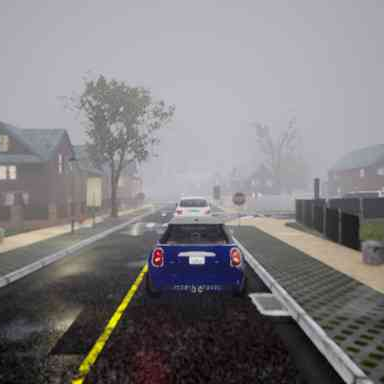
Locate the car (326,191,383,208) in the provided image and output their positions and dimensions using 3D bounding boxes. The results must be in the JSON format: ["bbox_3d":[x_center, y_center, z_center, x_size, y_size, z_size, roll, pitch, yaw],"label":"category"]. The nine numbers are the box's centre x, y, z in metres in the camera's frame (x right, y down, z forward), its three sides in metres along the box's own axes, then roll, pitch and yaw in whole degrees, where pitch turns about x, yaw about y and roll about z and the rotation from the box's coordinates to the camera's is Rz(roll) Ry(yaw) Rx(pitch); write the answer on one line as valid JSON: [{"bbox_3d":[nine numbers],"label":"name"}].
[{"bbox_3d":[15.188,0.970,31.310,5.566,2.045,2.150,-1,0,-2],"label":"car"}]

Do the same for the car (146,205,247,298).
[{"bbox_3d":[0.096,1.397,8.770,2.097,1.767,4.553,0,0,0],"label":"car"}]

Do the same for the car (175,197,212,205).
[{"bbox_3d":[0.088,1.324,21.450,2.150,2.045,5.566,0,0,0],"label":"car"}]
